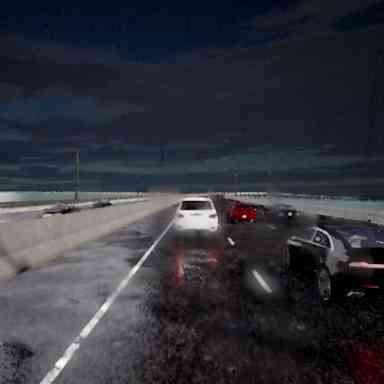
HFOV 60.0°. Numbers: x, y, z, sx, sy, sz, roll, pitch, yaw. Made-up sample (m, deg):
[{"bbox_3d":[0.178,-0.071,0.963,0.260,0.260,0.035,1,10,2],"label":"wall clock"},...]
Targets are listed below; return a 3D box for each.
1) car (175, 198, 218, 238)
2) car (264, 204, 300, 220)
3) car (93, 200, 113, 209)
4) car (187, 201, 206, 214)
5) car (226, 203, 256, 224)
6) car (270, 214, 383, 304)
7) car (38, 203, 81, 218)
[{"bbox_3d":[0.235,1.333,18.615,2.150,2.045,5.566,0,0,1],"label":"car"},{"bbox_3d":[7.349,1.719,27.361,2.033,1.411,5.357,0,0,1],"label":"car"},{"bbox_3d":[-13.335,1.852,49.846,1.895,1.301,4.718,0,0,0],"label":"car"},{"bbox_3d":[0.541,1.768,39.138,2.033,1.411,5.357,0,0,1],"label":"car"},{"bbox_3d":[3.842,1.638,26.610,1.882,1.535,5.008,0,0,1],"label":"car"},{"bbox_3d":[3.647,1.549,8.267,2.128,1.511,4.902,0,0,0],"label":"car"},{"bbox_3d":[-10.359,1.625,26.305,2.128,1.511,4.902,0,0,1],"label":"car"}]
